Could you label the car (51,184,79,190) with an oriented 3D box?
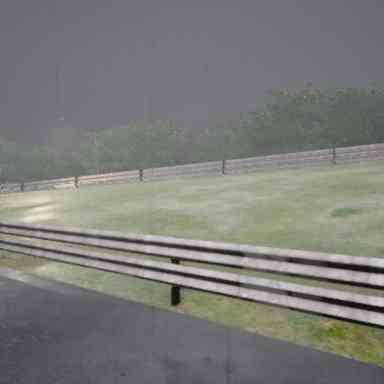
[{"bbox_3d":[-19.718,-0.826,51.571,4.674,1.442,1.812,-4,-2,25],"label":"car"}]
